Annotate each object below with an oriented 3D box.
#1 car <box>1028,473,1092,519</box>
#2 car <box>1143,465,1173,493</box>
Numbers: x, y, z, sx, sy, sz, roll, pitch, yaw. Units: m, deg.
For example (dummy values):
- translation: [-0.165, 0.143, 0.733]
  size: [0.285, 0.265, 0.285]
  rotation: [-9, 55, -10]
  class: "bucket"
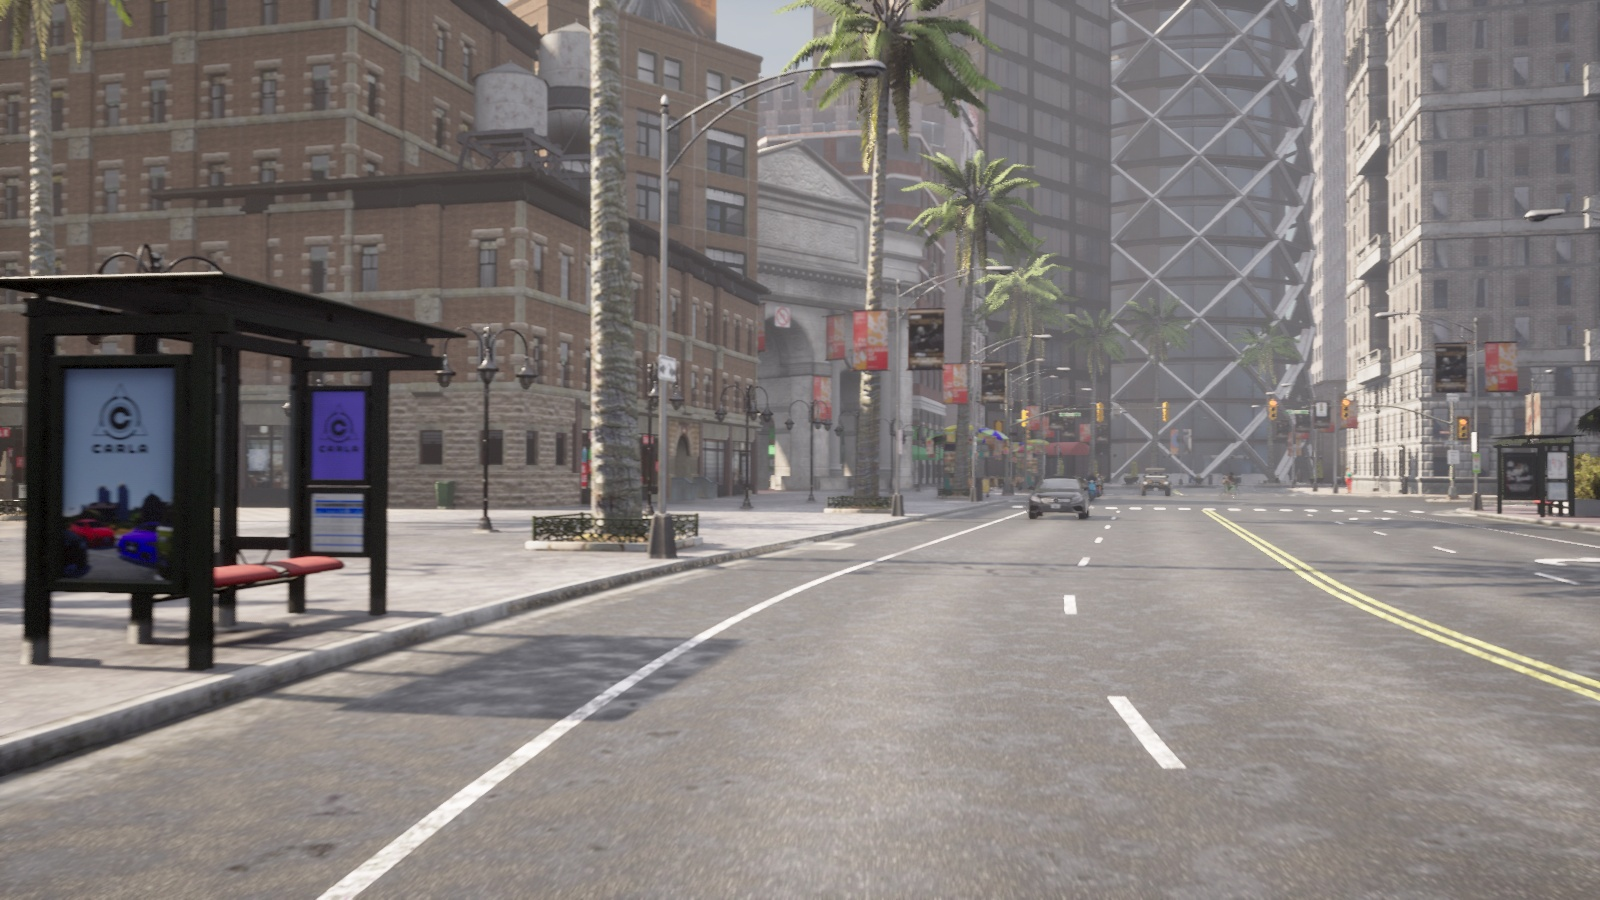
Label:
- translation: [8.907, 1.528, 42.737]
  size: [1.812, 1.442, 4.674]
  rotation: [0, -1, 15]
  class: "car"
- translation: [24.133, 1.954, 84.792]
  size: [1.905, 1.878, 3.866]
  rotation: [0, -1, 15]
  class: "car"
